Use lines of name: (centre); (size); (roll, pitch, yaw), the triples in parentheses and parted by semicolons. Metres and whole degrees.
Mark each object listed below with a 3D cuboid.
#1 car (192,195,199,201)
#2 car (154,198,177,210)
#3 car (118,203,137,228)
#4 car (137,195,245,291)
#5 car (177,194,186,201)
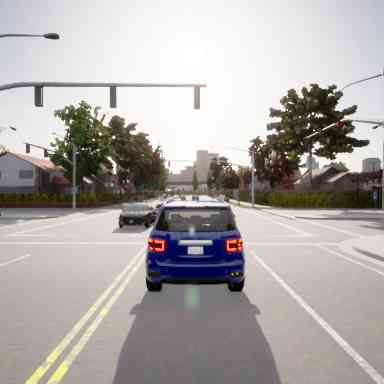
car: (0.932, 1.478, 88.078); (1.882, 1.535, 5.008); (0, 0, 0)
car: (-3.387, 1.548, 43.849); (2.033, 1.411, 5.357); (0, 0, 6)
car: (-3.540, 1.477, 22.150); (1.882, 1.535, 5.008); (0, 0, 1)
car: (0.071, 1.222, 9.119); (2.150, 2.045, 5.566); (0, 0, 0)
car: (-2.584, 1.355, 85.607); (2.097, 1.767, 4.553); (0, 0, 0)
